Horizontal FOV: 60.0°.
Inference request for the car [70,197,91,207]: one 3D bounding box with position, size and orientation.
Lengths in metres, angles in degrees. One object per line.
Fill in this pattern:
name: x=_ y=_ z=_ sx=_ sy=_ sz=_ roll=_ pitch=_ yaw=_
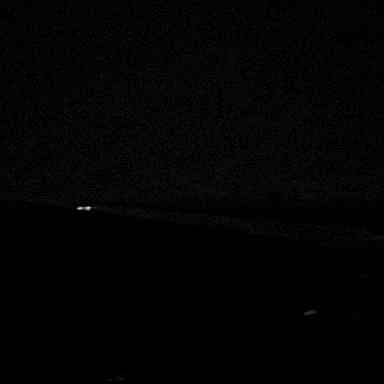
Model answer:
car: x=-17.192 y=1.533 z=51.035 sx=2.033 sy=1.411 sz=5.357 roll=-1 pitch=1 yaw=-35
